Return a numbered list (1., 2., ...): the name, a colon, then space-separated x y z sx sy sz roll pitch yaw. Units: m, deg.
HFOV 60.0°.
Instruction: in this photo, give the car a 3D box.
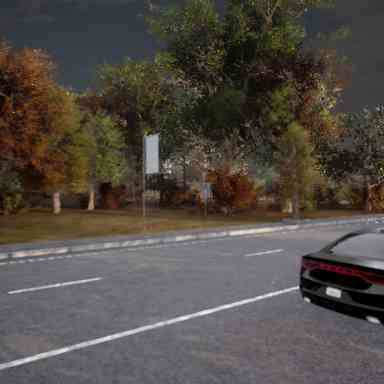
1. car: 4.307 1.469 6.824 5.008 1.535 1.882 0 0 -36
